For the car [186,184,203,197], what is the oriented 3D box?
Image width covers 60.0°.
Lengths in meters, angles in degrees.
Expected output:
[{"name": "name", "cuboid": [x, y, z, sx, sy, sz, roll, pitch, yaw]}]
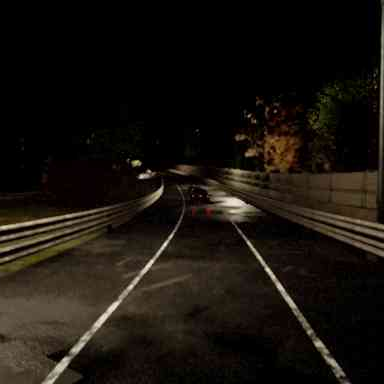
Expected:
[{"name": "car", "cuboid": [0.344, -0.316, 49.078, 2.128, 1.511, 4.902, 0, 5, -4]}]

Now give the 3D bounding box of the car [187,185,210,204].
[{"name": "car", "cuboid": [0.865, 0.354, 37.812, 2.097, 1.767, 4.553, 0, 3, -2]}]
